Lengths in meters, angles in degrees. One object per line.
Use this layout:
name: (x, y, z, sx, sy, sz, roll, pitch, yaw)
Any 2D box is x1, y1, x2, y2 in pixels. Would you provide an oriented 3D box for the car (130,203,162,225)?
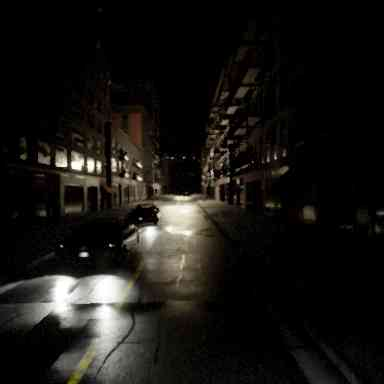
car: (-3.163, 1.461, 22.533, 1.994, 1.385, 4.181, -1, 0, 0)

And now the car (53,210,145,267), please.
car: (-2.989, 1.533, 11.205, 1.994, 1.385, 4.181, -1, 0, 0)

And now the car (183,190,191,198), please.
car: (-1.458, 0.776, 90.585, 2.128, 1.511, 4.902, -1, 1, -1)
